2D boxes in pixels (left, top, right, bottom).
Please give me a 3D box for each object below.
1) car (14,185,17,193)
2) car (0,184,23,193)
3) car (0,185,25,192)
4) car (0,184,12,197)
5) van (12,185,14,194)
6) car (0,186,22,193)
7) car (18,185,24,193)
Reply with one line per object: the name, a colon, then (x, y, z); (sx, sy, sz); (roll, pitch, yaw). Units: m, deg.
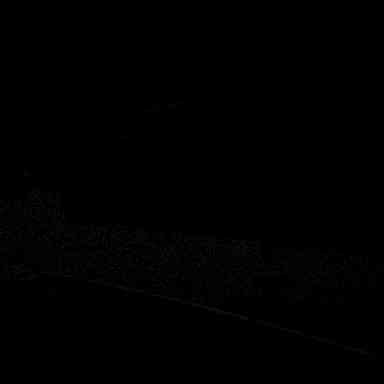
car: (-36.912, -0.353, 63.788); (4.553, 1.767, 2.185); (0, 2, -40)
car: (-41.045, -0.817, 75.263); (4.553, 1.767, 2.185); (0, 3, -40)
car: (-42.141, -0.806, 78.105); (4.892, 1.521, 2.231); (0, 2, -40)
car: (-33.730, -0.129, 55.246); (5.566, 2.045, 2.435); (0, 2, -40)
van: (-35.753, -0.337, 61.021); (4.442, 1.987, 1.878); (0, 2, -40)
car: (-40.003, -0.548, 72.413); (4.792, 1.488, 2.163); (0, 2, -40)
car: (-38.837, -0.464, 69.652); (5.366, 1.575, 1.946); (0, 2, -40)
